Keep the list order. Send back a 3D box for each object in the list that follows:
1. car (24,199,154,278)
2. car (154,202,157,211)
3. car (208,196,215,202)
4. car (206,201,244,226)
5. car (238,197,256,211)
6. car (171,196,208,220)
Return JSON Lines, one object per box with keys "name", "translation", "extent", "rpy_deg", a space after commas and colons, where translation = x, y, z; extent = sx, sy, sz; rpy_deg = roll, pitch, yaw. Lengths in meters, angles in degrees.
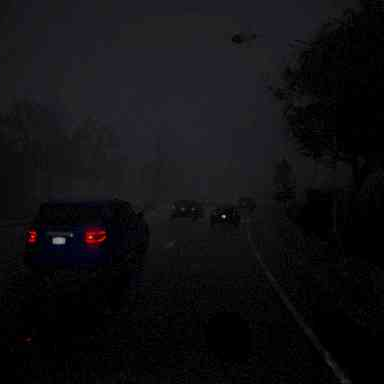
{"name": "car", "translation": [-2.872, 1.226, 10.386], "extent": [2.150, 2.045, 5.566], "rpy_deg": [0, 0, 5]}
{"name": "car", "translation": [-5.461, 1.544, 37.742], "extent": [1.812, 1.442, 4.674], "rpy_deg": [0, 0, 15]}
{"name": "car", "translation": [2.019, 1.405, 49.907], "extent": [2.097, 1.767, 4.553], "rpy_deg": [0, 0, 20]}
{"name": "car", "translation": [2.481, 1.599, 24.105], "extent": [1.994, 1.385, 4.181], "rpy_deg": [0, 0, 10]}
{"name": "car", "translation": [6.811, 1.421, 41.630], "extent": [2.097, 1.767, 4.553], "rpy_deg": [0, 0, 17]}
{"name": "car", "translation": [-0.282, 1.382, 28.286], "extent": [2.097, 1.767, 4.553], "rpy_deg": [0, 0, 11]}
